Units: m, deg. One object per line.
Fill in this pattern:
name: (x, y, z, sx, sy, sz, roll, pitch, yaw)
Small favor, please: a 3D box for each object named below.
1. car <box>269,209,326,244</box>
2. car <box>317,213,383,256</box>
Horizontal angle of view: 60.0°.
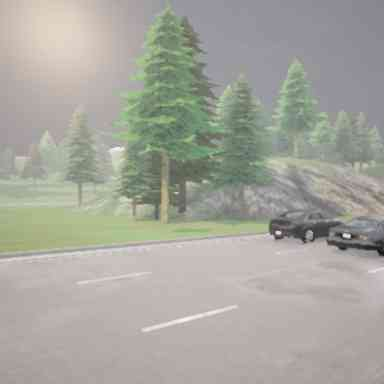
car: (5.955, 1.643, 16.713, 4.892, 1.490, 1.837, 0, 0, -35)
car: (7.727, 1.680, 13.681, 5.357, 1.411, 2.033, 1, 0, -35)
